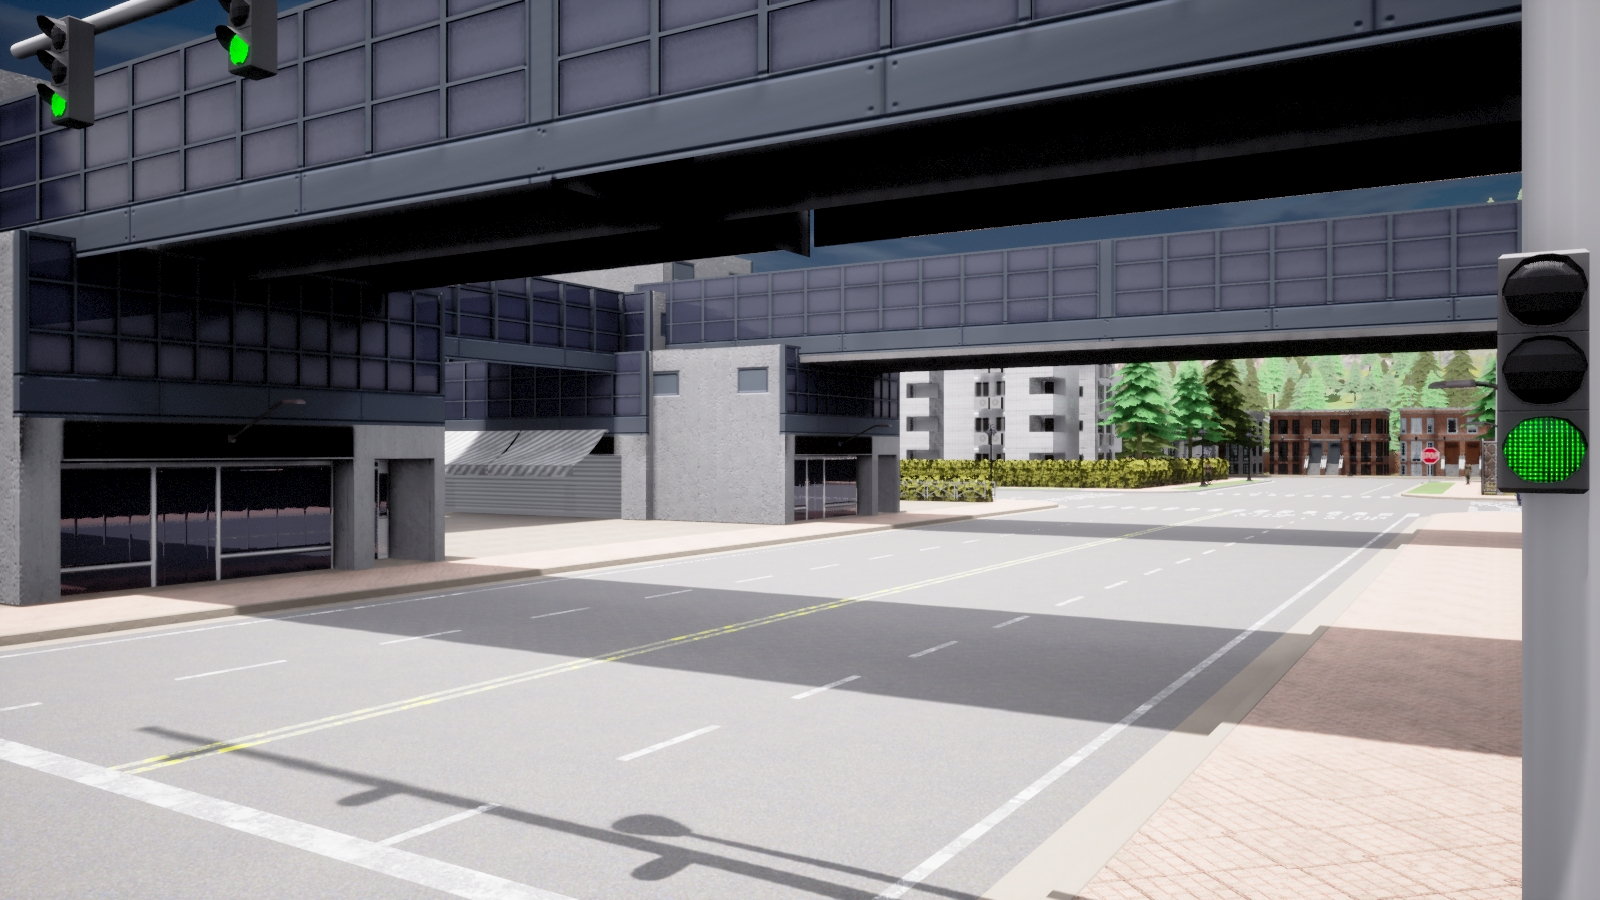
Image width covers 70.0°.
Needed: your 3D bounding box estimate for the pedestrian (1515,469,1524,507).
[{"bbox_3d":[35.558,1.849,56.441,0.375,1.860,0.375,0,0,31],"label":"pedestrian"}]
